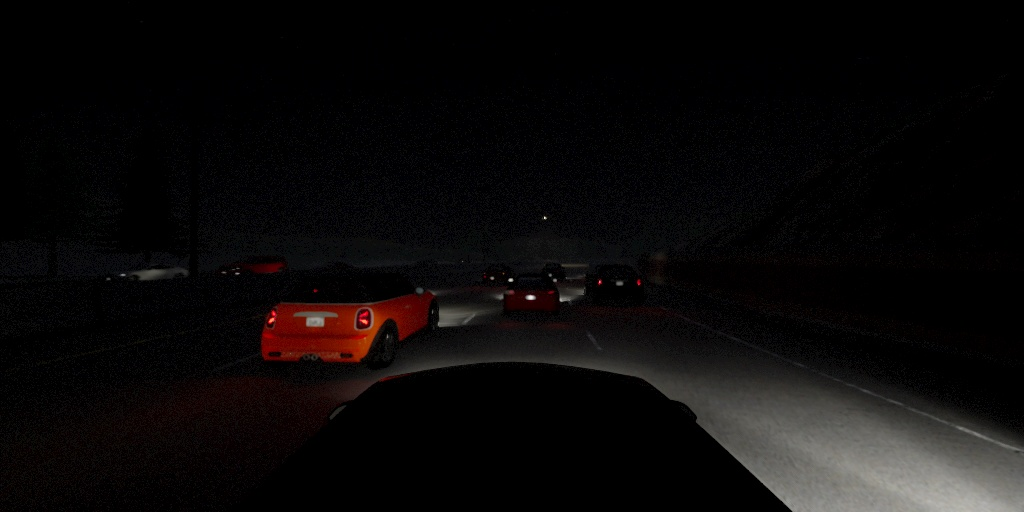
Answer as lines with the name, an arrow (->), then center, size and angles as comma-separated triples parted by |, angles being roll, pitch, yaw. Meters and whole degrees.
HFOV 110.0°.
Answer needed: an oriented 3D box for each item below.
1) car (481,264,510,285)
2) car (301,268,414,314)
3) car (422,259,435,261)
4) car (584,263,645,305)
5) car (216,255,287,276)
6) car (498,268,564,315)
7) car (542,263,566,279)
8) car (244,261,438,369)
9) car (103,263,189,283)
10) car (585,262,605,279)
car -> -0.917, 1.324, 26.620 | 1.812, 1.442, 4.674 | 0, 0, 11
car -> -6.153, 1.304, 15.225 | 2.033, 1.411, 5.357 | 0, 0, 6
car -> -11.352, 1.361, 43.776 | 1.994, 1.385, 4.181 | 0, 0, 16
car -> 4.638, 1.150, 16.744 | 2.097, 1.767, 4.553 | 0, 0, 7
car -> -21.771, 0.956, 30.443 | 2.150, 2.045, 5.566 | 0, 0, 11
car -> 0.792, 1.342, 13.787 | 1.994, 1.385, 4.181 | 0, 0, 5
car -> 3.565, 1.349, 30.994 | 1.812, 1.442, 4.674 | 0, 0, 13
car -> -3.127, 1.104, 8.004 | 2.097, 1.767, 4.553 | 0, 0, 3
car -> -26.084, 1.233, 25.802 | 1.812, 1.442, 4.674 | 0, 0, 9
car -> 8.199, 1.375, 35.157 | 1.812, 1.442, 4.674 | 0, 0, 15
